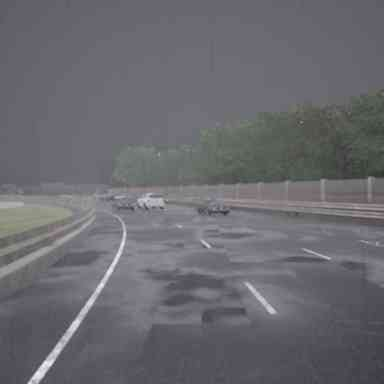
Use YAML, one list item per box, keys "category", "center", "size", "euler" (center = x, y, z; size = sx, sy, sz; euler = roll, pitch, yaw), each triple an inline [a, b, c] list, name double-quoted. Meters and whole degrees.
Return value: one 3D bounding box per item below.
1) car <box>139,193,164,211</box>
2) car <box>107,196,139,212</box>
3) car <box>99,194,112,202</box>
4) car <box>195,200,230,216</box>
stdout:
- category: "car"
  center: [-5.120, 1.159, 40.606]
  size: [2.150, 2.045, 5.566]
  euler: [0, 0, -24]
- category: "car"
  center: [-8.185, 1.495, 38.989]
  size: [2.033, 1.411, 5.357]
  euler: [0, 0, -24]
- category: "car"
  center: [-17.279, 1.278, 67.439]
  size: [1.837, 1.490, 4.892]
  euler: [0, 0, -37]
- category: "car"
  center: [1.860, 1.483, 31.605]
  size: [2.033, 1.411, 5.357]
  euler: [0, 0, -17]
